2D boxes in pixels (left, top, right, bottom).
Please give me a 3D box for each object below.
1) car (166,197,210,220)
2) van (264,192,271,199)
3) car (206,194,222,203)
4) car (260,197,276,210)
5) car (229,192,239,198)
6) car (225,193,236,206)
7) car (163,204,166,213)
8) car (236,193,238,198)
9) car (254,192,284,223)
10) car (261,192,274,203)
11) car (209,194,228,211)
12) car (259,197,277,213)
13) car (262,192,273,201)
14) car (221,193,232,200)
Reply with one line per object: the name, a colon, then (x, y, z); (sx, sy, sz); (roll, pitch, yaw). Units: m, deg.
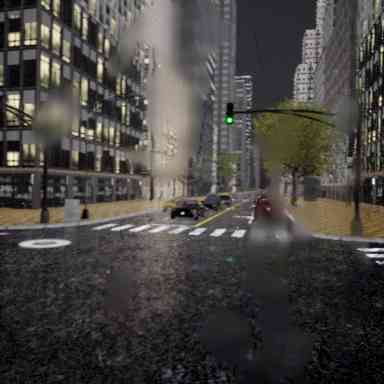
car: (-0.185, 1.283, 25.039); (1.994, 1.385, 4.181); (1, 1, 13)
van: (19.138, 0.836, 84.735); (1.690, 1.788, 3.998); (1, 1, 13)
car: (3.552, 1.056, 53.536); (1.947, 1.339, 4.313); (1, 1, 13)
car: (9.261, 1.350, 40.709); (1.802, 1.307, 4.206); (1, 1, 13)
car: (10.954, 0.834, 86.544); (2.008, 1.369, 4.403); (1, 1, 13)
car: (4.525, 1.124, 45.923); (1.812, 1.442, 4.674); (1, 1, 13)
car: (-1.420, 1.146, 31.364); (1.752, 1.417, 4.829); (1, 1, 13)
car: (9.721, 0.900, 81.043); (1.802, 1.307, 4.206); (1, 1, 13)
car: (5.562, 1.178, 24.196); (2.192, 1.841, 5.009); (1, 1, 13)
car: (14.202, 0.949, 62.721); (2.192, 1.841, 5.009); (1, 1, 13)
car: (2.131, 1.208, 35.287); (2.033, 1.411, 5.357); (1, 1, 13)
car: (8.065, 1.324, 35.370); (1.752, 1.417, 4.829); (1, 1, 13)
car: (16.670, 0.880, 73.728); (2.192, 1.841, 5.009); (1, 1, 13)
car: (7.217, 0.914, 69.874); (1.752, 1.417, 4.829); (1, 1, 13)
